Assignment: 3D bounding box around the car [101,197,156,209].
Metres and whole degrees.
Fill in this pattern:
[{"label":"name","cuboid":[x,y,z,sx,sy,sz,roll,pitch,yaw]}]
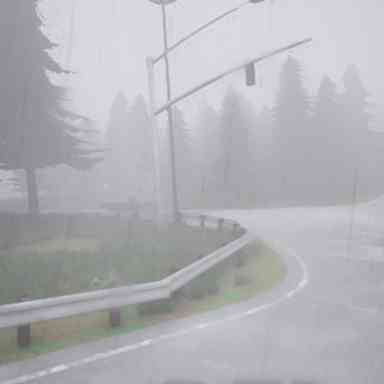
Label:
[{"label":"car","cuboid":[-5.432,1.067,27.755,4.718,1.301,1.895,-2,3,31]}]
